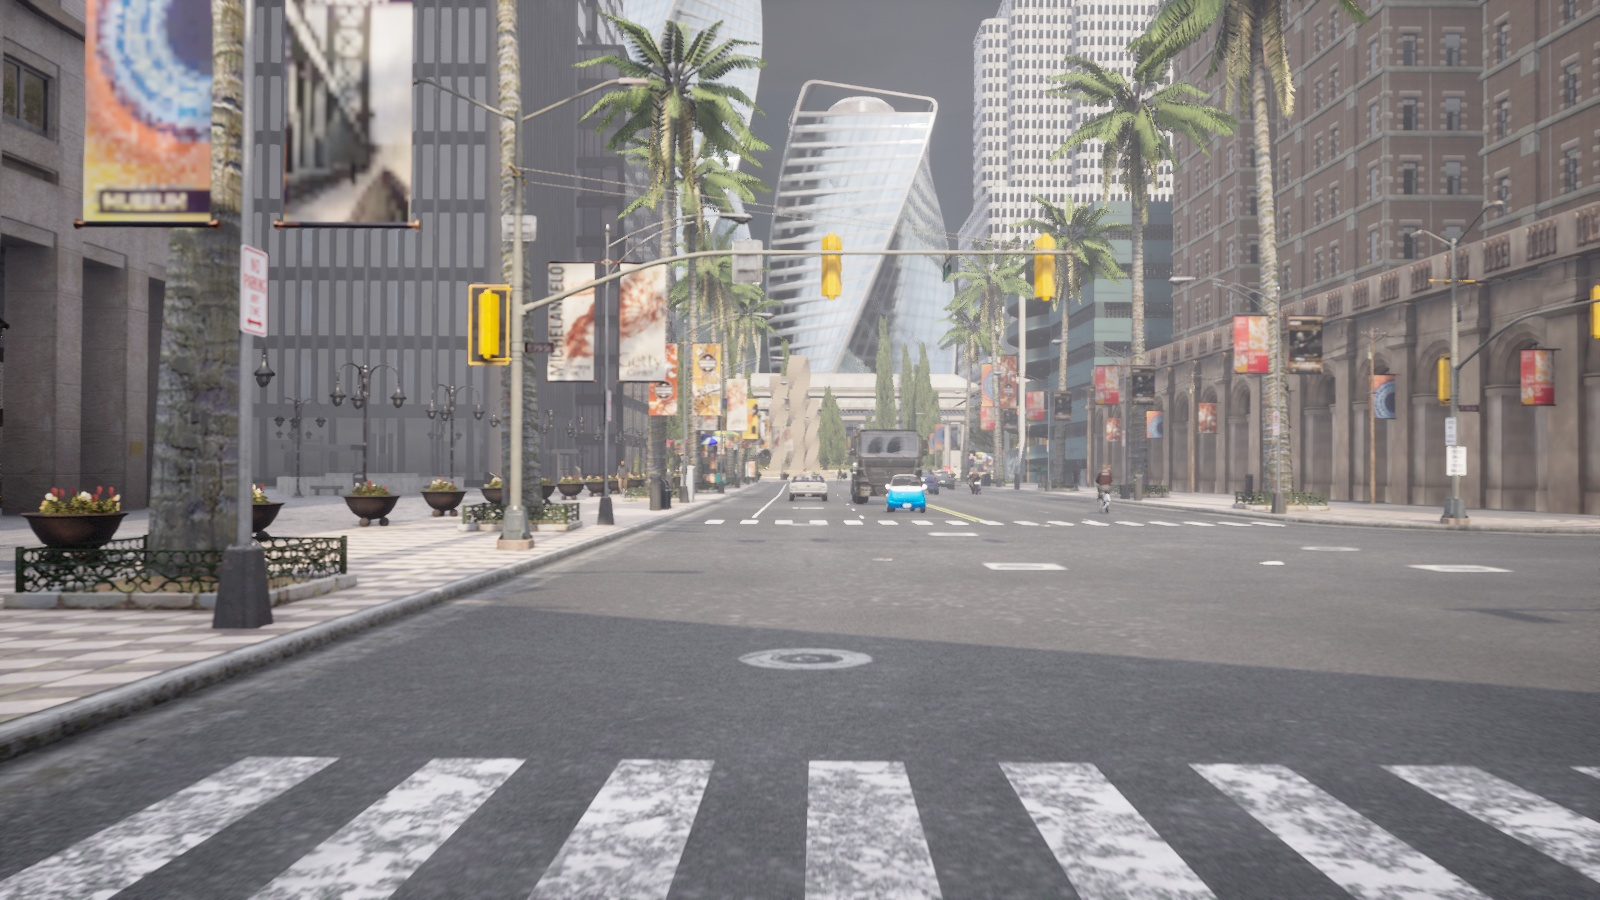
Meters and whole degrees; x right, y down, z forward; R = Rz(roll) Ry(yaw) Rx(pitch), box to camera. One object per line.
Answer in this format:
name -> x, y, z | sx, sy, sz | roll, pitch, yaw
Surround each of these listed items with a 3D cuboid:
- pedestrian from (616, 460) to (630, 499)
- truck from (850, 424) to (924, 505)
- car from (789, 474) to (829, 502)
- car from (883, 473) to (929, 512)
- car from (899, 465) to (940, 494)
pedestrian -> -8.501, 1.415, 60.360 | 0.540, 1.848, 0.694 | 0, -1, 4
truck -> 3.904, 0.689, 57.933 | 2.891, 3.462, 7.936 | 0, -1, 0
car -> 0.423, 1.841, 61.567 | 1.895, 1.301, 4.718 | 0, -1, 0
car -> 3.811, 1.538, 45.465 | 1.481, 1.376, 2.207 | 0, -1, 0
car -> 7.535, 1.842, 79.524 | 2.097, 1.767, 4.553 | 0, -1, 0
